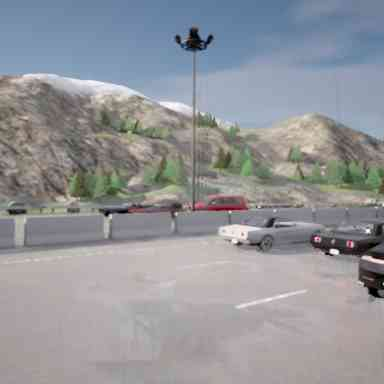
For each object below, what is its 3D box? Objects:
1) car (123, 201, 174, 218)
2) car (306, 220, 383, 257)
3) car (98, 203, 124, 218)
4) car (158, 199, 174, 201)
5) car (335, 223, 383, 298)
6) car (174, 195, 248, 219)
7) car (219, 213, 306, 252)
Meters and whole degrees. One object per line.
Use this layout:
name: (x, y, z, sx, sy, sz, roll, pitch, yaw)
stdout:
car: (-2.780, 1.635, 26.960, 4.718, 1.301, 1.895, 0, 0, -30)
car: (6.542, 1.669, 11.920, 4.718, 1.301, 1.895, 0, 0, -31)
car: (-5.753, 1.620, 29.251, 4.718, 1.301, 1.895, 0, 0, -31)
car: (-3.037, 1.526, 34.846, 5.008, 1.535, 1.882, 0, 0, -29)
car: (5.678, 1.544, 7.300, 4.902, 1.511, 2.128, 0, 0, -32)
car: (1.756, 1.283, 25.534, 5.566, 2.045, 2.150, 0, 0, -29)
car: (3.570, 1.653, 14.226, 4.718, 1.301, 1.895, 0, 0, -31)
